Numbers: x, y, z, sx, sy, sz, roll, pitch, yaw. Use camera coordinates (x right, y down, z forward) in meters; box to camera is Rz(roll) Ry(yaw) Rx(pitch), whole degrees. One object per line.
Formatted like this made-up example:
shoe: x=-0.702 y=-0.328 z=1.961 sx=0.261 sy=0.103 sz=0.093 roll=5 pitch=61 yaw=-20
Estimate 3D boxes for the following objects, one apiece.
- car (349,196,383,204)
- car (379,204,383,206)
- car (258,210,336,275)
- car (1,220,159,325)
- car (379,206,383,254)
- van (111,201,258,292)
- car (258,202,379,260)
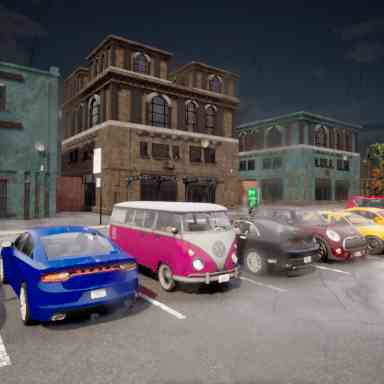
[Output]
car: x=10.660 y=1.230 z=17.043 sx=2.435 sy=2.045 sz=5.566 roll=0 pitch=0 yaw=-36
car: x=8.376 y=1.481 z=15.451 sx=2.097 sy=1.535 sz=5.008 roll=0 pitch=0 yaw=-36
car: x=1.592 y=1.483 z=10.584 sx=2.231 sy=1.521 sz=4.892 roll=0 pitch=0 yaw=-36
car: x=-2.937 y=1.480 z=7.346 sx=2.097 sy=1.535 sz=5.008 roll=0 pitch=0 yaw=-36
car: x=6.223 y=1.479 z=13.677 sx=1.946 sy=1.575 sz=5.366 roll=0 pitch=0 yaw=-36
van: x=-0.608 y=1.256 z=8.875 sx=1.878 sy=1.987 sz=4.442 roll=0 pitch=0 yaw=-36
car: x=3.935 y=1.356 z=12.307 sx=2.185 sy=1.767 sz=4.553 roll=0 pitch=0 yaw=-36
